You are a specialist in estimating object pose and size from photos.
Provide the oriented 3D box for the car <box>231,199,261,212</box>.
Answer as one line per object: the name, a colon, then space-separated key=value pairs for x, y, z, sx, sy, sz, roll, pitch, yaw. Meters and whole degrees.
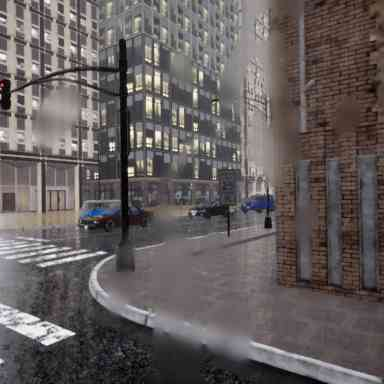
car: x=6.806 y=1.688 z=41.408 sx=1.752 sy=1.417 sz=4.829 roll=-2 pitch=-1 yaw=36

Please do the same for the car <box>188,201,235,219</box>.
car: x=1.571 y=1.578 z=29.651 sx=2.128 sy=1.511 sz=4.902 roll=-1 pitch=-1 yaw=36

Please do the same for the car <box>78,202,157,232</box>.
car: x=-4.512 y=1.613 z=21.164 sx=2.033 sy=1.411 sz=5.357 roll=-1 pitch=-1 yaw=36

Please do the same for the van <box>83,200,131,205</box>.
van: x=-6.029 y=1.460 z=23.499 sx=1.690 sy=1.788 sz=3.998 roll=-2 pitch=-1 yaw=36

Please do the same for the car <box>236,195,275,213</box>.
car: x=7.662 y=1.328 z=38.144 sx=2.150 sy=2.045 sz=5.566 roll=-1 pitch=-1 yaw=36
